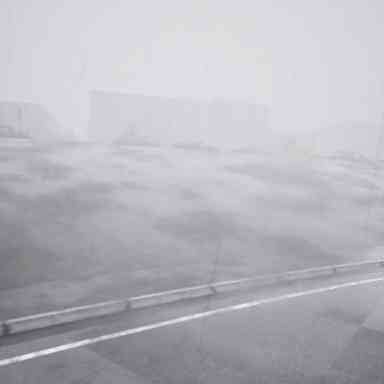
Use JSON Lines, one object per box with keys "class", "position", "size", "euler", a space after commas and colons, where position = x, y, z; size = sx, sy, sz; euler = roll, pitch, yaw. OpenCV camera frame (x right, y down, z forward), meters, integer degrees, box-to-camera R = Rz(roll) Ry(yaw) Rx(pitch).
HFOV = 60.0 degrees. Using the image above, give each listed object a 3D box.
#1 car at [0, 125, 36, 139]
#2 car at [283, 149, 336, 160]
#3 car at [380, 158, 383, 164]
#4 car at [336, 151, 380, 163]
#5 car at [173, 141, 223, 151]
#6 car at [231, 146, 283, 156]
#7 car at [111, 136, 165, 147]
{"class": "car", "position": [-15.610, -4.770, 28.283], "size": [4.553, 1.767, 2.185], "euler": [2, -1, -10]}
{"class": "car", "position": [11.390, -3.501, 33.637], "size": [5.008, 1.535, 2.097], "euler": [3, -1, -13]}
{"class": "car", "position": [22.256, -2.956, 36.505], "size": [4.792, 1.488, 2.163], "euler": [3, -1, -15]}
{"class": "car", "position": [16.747, -3.374, 34.984], "size": [4.553, 1.767, 2.185], "euler": [3, -1, -14]}
{"class": "car", "position": [0.558, -3.998, 31.282], "size": [4.892, 1.521, 2.231], "euler": [2, -1, -11]}
{"class": "car", "position": [5.985, -3.713, 32.401], "size": [4.674, 1.452, 2.002], "euler": [3, -1, -12]}
{"class": "car", "position": [-4.864, -4.223, 30.270], "size": [4.892, 1.521, 2.231], "euler": [2, -1, -10]}
